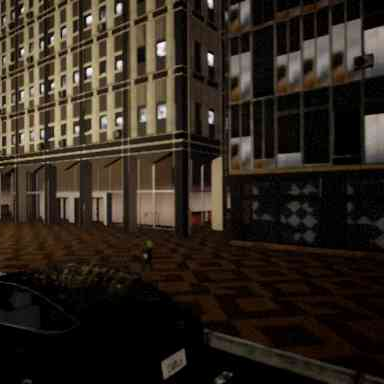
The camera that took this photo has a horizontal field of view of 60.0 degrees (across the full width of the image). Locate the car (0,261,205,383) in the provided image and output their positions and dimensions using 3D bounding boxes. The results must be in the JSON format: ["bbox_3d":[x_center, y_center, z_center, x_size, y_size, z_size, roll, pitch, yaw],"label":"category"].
[{"bbox_3d":[-1.854,1.583,4.194,4.313,1.339,1.947,0,0,35],"label":"car"}]
